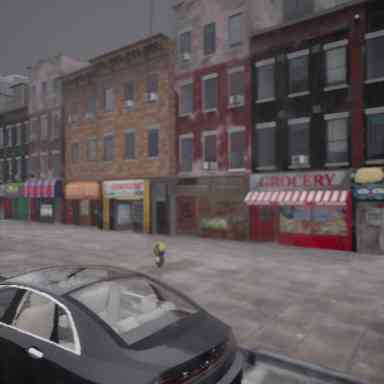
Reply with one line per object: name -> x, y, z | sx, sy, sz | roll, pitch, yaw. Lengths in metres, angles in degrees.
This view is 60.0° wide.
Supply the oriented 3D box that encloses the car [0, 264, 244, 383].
car -> -1.558, 1.558, 3.930 | 4.403, 1.369, 2.008 | 0, -1, 35
